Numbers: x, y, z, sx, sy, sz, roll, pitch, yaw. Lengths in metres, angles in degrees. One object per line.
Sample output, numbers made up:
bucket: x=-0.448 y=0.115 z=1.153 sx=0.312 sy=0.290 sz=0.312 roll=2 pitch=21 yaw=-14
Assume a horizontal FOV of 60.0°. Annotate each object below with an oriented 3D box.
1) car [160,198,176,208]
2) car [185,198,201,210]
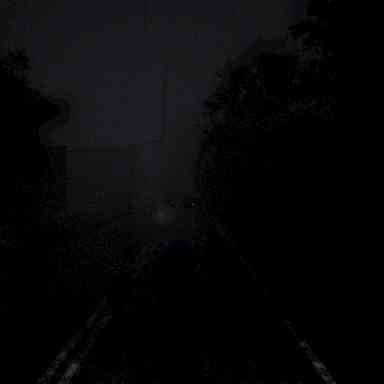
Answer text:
car: x=-3.215 y=1.446 z=44.851 sx=1.895 sy=1.301 sz=4.718 roll=0 pitch=0 yaw=1
car: x=0.153 y=1.411 z=41.062 sx=1.994 sy=1.385 sz=4.181 roll=0 pitch=0 yaw=0
